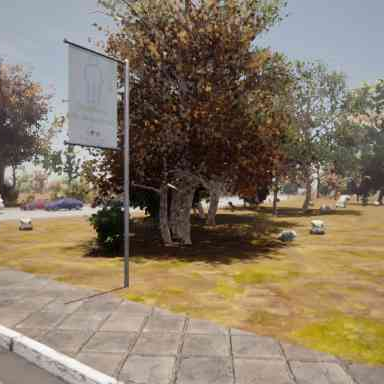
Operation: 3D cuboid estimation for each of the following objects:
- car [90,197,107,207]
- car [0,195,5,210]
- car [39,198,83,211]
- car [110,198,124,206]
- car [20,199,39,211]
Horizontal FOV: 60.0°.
[{"bbox_3d":[-12.720,1.465,49.255,1.837,1.490,4.892,0,0,37],"label":"car"},{"bbox_3d":[-21.424,1.221,32.567,2.150,2.045,5.566,0,0,39],"label":"car"},{"bbox_3d":[-15.411,1.514,40.131,1.812,1.442,4.674,0,0,38],"label":"car"},{"bbox_3d":[-9.213,1.556,48.074,1.895,1.301,4.718,0,0,37],"label":"car"},{"bbox_3d":[-18.973,1.555,41.265,1.994,1.385,4.181,0,0,39],"label":"car"}]
